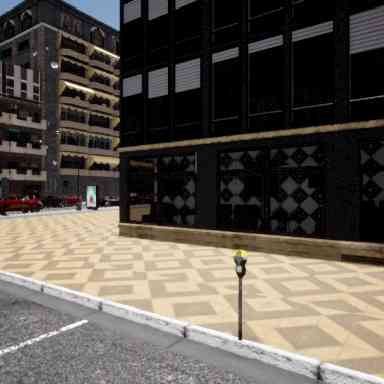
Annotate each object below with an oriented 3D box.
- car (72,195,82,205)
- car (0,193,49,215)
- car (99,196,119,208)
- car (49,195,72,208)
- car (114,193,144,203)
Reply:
[{"bbox_3d":[-16.091,1.075,42.621,1.802,1.307,4.206,1,2,35],"label":"car"},{"bbox_3d":[-15.571,1.029,28.771,2.192,1.841,5.009,1,2,35],"label":"car"},{"bbox_3d":[-9.197,1.073,37.857,1.947,1.339,4.313,1,2,35],"label":"car"},{"bbox_3d":[-16.431,1.103,37.651,1.812,1.442,4.674,0,1,35],"label":"car"},{"bbox_3d":[-9.718,0.834,51.698,2.008,1.369,4.403,2,2,35],"label":"car"}]
